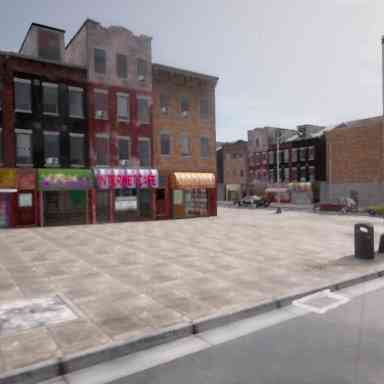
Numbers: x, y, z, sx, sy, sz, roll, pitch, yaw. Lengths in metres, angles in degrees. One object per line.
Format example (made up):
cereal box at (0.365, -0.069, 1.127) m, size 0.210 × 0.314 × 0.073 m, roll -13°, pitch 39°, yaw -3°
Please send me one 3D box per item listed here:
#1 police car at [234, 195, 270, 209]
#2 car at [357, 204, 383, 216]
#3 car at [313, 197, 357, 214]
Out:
police car at (7.336, 1.130, 41.514) m, size 1.930 × 1.638 × 5.238 m, roll -2°, pitch 1°, yaw -36°
car at (16.985, 1.336, 27.974) m, size 1.752 × 1.417 × 4.829 m, roll -1°, pitch 1°, yaw -36°
car at (13.840, 1.218, 32.327) m, size 1.967 × 1.590 × 4.097 m, roll -1°, pitch 1°, yaw -36°
